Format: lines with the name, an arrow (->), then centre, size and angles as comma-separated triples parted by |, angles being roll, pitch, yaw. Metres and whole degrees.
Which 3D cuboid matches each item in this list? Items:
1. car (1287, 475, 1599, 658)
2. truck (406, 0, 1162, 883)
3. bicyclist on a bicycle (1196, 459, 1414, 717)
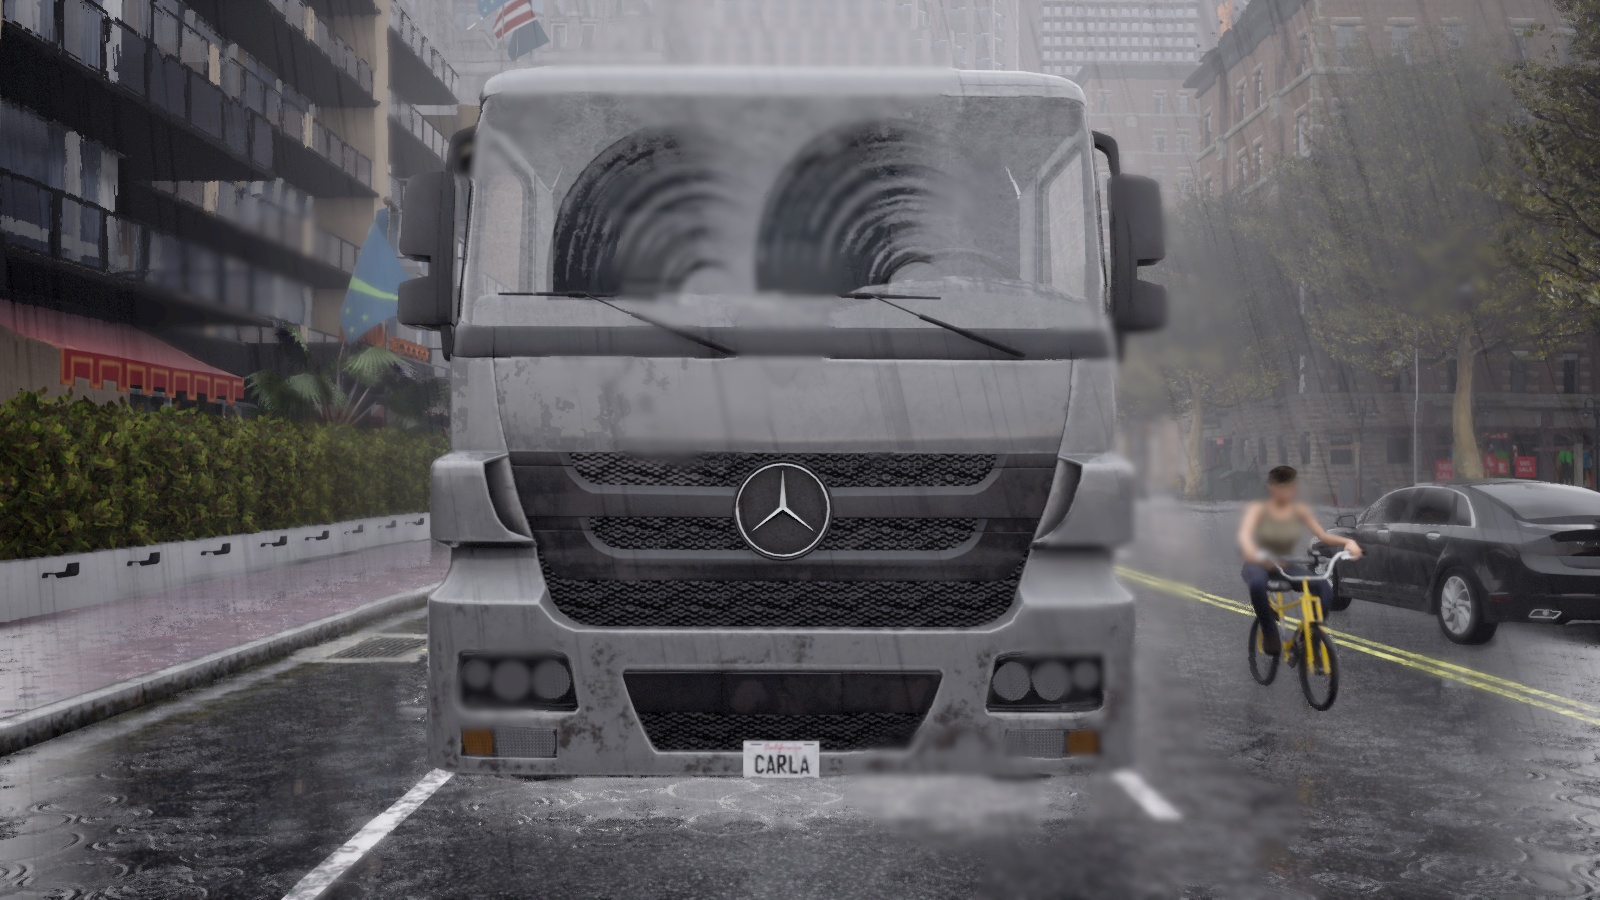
car -> 6.867, 1.007, 12.815 | 1.837, 1.490, 4.892 | 0, -1, -1
truck -> -0.100, -0.020, 8.798 | 2.891, 3.462, 7.936 | 0, -1, -1
bicyclist on a bicycle -> 3.410, 0.882, 8.648 | 0.866, 1.612, 1.509 | 0, -1, 0
